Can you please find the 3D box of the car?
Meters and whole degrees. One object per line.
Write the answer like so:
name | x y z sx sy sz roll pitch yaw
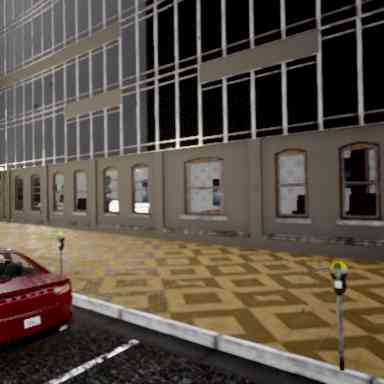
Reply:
car | -3.915 1.592 5.676 4.507 1.381 1.887 -1 -1 35
